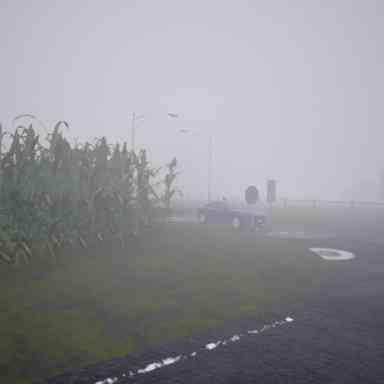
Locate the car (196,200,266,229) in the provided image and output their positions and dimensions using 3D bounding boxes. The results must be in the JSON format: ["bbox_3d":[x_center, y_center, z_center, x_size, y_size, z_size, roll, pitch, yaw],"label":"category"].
[{"bbox_3d":[2.256,1.279,20.240,1.882,1.535,5.008,1,0,-36],"label":"car"}]

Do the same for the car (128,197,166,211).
[{"bbox_3d":[-4.844,1.249,35.156,1.895,1.301,4.718,1,0,-36],"label":"car"}]

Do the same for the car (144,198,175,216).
[{"bbox_3d":[-3.558,1.225,28.308,2.033,1.411,5.357,1,0,-36],"label":"car"}]

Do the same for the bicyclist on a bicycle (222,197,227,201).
[{"bbox_3d":[2.921,1.241,29.524,1.656,1.620,0.582,-1,1,-36],"label":"bicyclist on a bicycle"}]
